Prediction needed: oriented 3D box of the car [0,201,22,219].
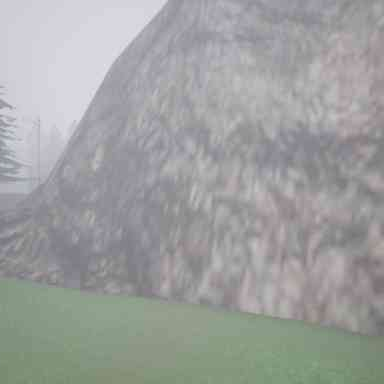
[{"bbox_3d":[-16.242,1.491,26.664,2.128,1.511,4.902,0,0,29],"label":"car"}]
